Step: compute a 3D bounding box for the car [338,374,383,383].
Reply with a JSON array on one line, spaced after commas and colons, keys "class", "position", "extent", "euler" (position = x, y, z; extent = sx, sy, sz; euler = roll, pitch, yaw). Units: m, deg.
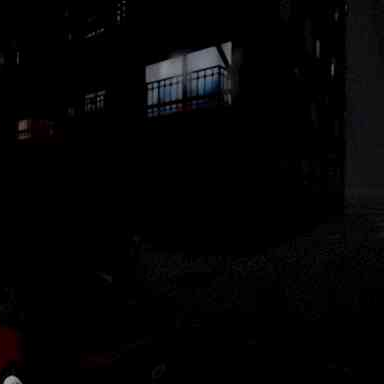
[{"class": "car", "position": [2.468, 1.578, 1.114], "extent": [4.313, 1.339, 1.947], "euler": [1, 0, 36]}]

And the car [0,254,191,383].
[{"class": "car", "position": [-2.119, 1.510, 4.389], "extent": [4.507, 1.381, 1.887], "euler": [1, 0, 36]}]
